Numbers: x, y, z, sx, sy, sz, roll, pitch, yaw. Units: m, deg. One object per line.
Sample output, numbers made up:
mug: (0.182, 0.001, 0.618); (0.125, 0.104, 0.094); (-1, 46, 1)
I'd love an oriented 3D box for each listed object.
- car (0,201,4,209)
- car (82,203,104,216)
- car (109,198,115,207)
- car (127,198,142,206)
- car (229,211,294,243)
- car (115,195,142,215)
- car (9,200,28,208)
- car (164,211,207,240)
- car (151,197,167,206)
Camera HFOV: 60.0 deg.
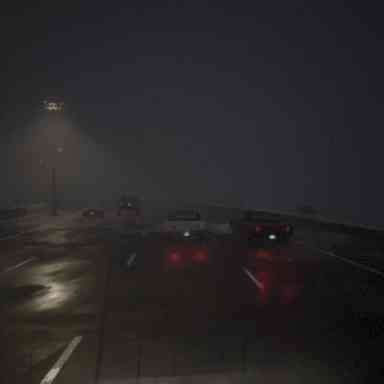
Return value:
car: (-28.852, 1.940, 48.362); (1.837, 1.490, 4.892); (-1, 0, -18)
car: (-10.197, 1.782, 34.569); (1.895, 1.301, 4.718); (-1, 0, -13)
car: (-13.160, 1.759, 57.396); (1.837, 1.490, 4.892); (1, -1, -21)
car: (-10.362, 1.749, 59.895); (1.812, 1.442, 4.674); (0, 0, -21)
car: (3.133, 1.588, 16.142); (1.895, 1.301, 4.718); (-1, 0, -6)
car: (-6.948, 1.365, 36.210); (2.150, 2.045, 5.566); (0, 0, -13)
car: (-25.185, 1.865, 48.405); (1.882, 1.535, 5.008); (-1, 0, -17)
car: (-0.496, 1.635, 17.364); (1.895, 1.301, 4.718); (-1, 0, -6)
car: (-5.658, 1.653, 57.018); (2.128, 1.511, 4.902); (0, 0, -20)
